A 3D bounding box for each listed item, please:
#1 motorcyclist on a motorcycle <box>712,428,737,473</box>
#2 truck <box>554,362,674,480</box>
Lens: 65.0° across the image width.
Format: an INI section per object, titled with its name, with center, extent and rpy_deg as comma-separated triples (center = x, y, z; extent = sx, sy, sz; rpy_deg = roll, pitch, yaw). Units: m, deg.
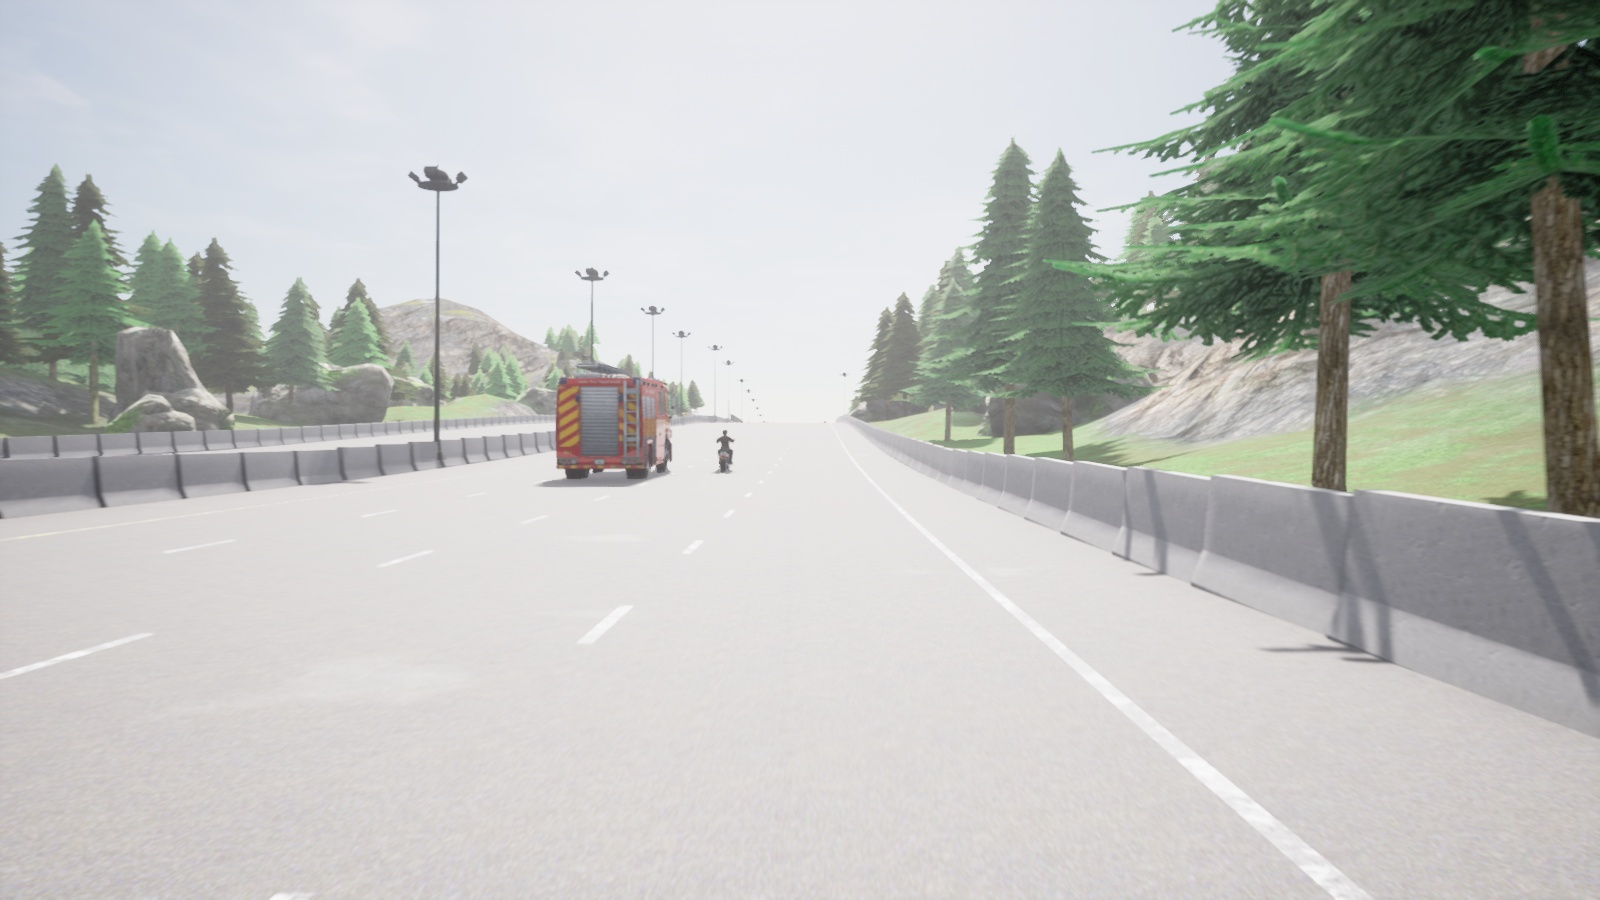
[motorcyclist on a motorcycle]
center = -2.896, 0.002, 48.323
extent = 0.766, 1.649, 2.350
rpy_deg = 0, 1, 1
[truck]
center = -6.437, -1.032, 44.826
extent = 2.891, 3.827, 8.468
rpy_deg = 0, 1, 1
